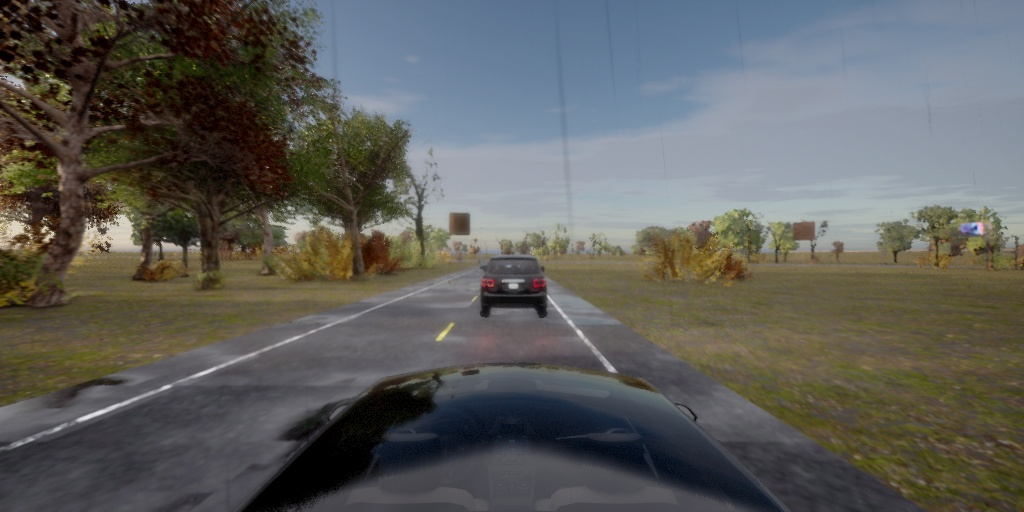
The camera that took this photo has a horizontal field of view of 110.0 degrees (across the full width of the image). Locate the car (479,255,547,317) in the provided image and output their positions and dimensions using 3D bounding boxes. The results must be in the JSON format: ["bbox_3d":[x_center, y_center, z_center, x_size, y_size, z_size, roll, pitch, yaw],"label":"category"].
[{"bbox_3d":[0.069,0.968,13.332,2.150,2.045,5.566,0,0,0],"label":"car"}]

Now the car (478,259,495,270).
[{"bbox_3d":[-3.574,1.201,51.403,2.128,1.511,4.902,0,0,0],"label":"car"}]
